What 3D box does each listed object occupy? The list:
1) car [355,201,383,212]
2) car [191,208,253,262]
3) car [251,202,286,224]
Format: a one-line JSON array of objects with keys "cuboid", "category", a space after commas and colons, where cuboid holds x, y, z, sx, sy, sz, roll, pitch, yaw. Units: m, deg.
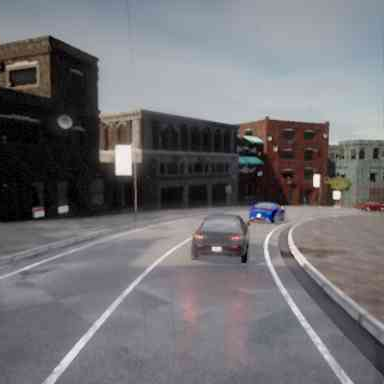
[{"cuboid": [27.436, 2.132, 51.225, 5.008, 1.535, 1.882, 3, 3, -24], "category": "car"}, {"cuboid": [1.156, 1.518, 12.119, 1.812, 1.442, 4.674, 1, 0, 11], "category": "car"}, {"cuboid": [6.030, 1.546, 26.232, 1.882, 1.535, 5.008, 2, 1, 28], "category": "car"}]
